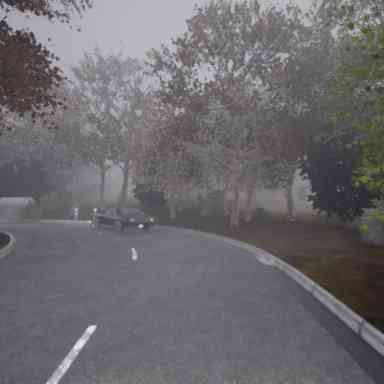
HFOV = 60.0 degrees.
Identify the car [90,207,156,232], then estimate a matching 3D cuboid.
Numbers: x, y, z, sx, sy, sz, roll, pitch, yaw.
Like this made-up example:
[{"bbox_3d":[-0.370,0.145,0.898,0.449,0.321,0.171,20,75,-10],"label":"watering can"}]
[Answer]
[{"bbox_3d":[-4.177,1.544,19.449,1.895,1.301,4.718,2,-2,-40],"label":"car"}]
